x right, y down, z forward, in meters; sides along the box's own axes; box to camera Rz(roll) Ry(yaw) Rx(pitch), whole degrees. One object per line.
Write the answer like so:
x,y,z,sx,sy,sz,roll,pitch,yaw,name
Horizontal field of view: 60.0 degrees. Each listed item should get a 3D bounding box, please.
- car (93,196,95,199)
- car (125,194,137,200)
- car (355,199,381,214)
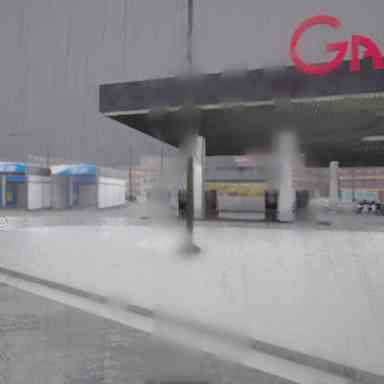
-19.416,1.154,73.240,2.033,1.411,5.357,0,0,35,car
-14.391,1.191,73.744,4.181,1.385,1.994,0,0,-39,car
17.831,1.423,33.668,1.970,1.475,3.806,0,0,36,car
